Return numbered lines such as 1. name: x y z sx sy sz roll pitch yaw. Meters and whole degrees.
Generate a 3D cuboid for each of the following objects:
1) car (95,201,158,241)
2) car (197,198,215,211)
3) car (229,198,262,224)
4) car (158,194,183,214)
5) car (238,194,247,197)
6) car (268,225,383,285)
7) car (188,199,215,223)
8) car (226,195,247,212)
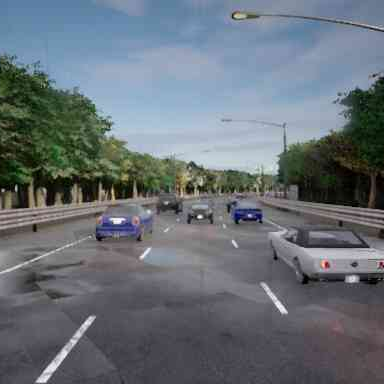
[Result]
1. car: -3.191 1.346 16.644 2.097 1.767 4.553 0 0 2
2. car: 1.811 1.519 40.948 2.033 1.411 5.357 0 0 4
3. car: 4.046 1.467 24.991 1.882 1.535 5.008 0 0 3
4. car: -2.244 1.198 34.571 2.150 2.045 5.566 0 0 5
5. car: 13.447 1.396 92.610 1.837 1.490 4.892 0 0 13
6. car: 3.511 1.597 9.425 1.895 1.301 4.718 0 0 1
7. car: 0.672 1.514 25.024 1.812 1.442 4.674 0 0 3
8. car: 5.018 1.479 38.777 1.837 1.490 4.892 0 0 5
